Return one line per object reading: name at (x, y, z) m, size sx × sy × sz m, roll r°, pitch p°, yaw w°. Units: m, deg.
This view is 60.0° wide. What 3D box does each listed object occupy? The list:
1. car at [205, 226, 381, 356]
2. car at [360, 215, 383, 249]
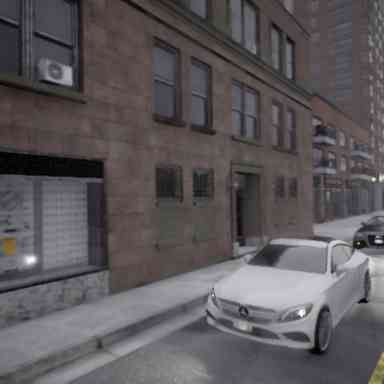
car at (2.166, 1.627, 6.510) m, size 1.812 × 1.442 × 4.674 m, roll -2°, pitch -1°, yaw 39°
car at (8.383, 1.714, 14.299) m, size 1.994 × 1.385 × 4.181 m, roll -2°, pitch -1°, yaw 38°
